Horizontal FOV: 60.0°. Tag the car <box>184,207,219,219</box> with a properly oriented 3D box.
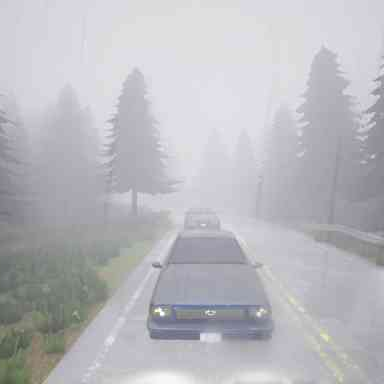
[{"bbox_3d":[0.527,1.583,19.720,1.994,1.385,4.181,0,0,-2],"label":"car"}]

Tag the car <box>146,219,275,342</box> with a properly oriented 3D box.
[{"bbox_3d":[0.308,1.558,7.103,2.033,1.411,5.357,0,0,1],"label":"car"}]
